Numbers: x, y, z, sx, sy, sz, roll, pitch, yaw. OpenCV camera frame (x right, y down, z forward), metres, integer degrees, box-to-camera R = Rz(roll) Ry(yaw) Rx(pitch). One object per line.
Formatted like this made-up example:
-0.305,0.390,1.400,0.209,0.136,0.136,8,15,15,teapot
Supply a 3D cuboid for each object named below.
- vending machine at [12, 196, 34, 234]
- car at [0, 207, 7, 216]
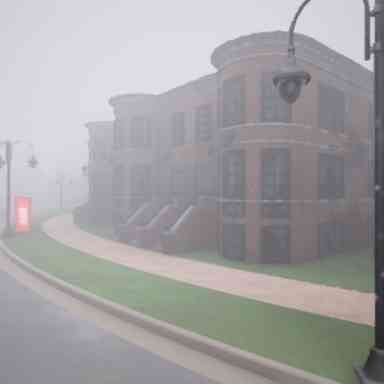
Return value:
-9.591,1.268,18.885,1.100,2.100,0.880,0,0,-27,vending machine
-18.916,1.702,30.935,1.895,1.301,4.718,0,0,-12,car
